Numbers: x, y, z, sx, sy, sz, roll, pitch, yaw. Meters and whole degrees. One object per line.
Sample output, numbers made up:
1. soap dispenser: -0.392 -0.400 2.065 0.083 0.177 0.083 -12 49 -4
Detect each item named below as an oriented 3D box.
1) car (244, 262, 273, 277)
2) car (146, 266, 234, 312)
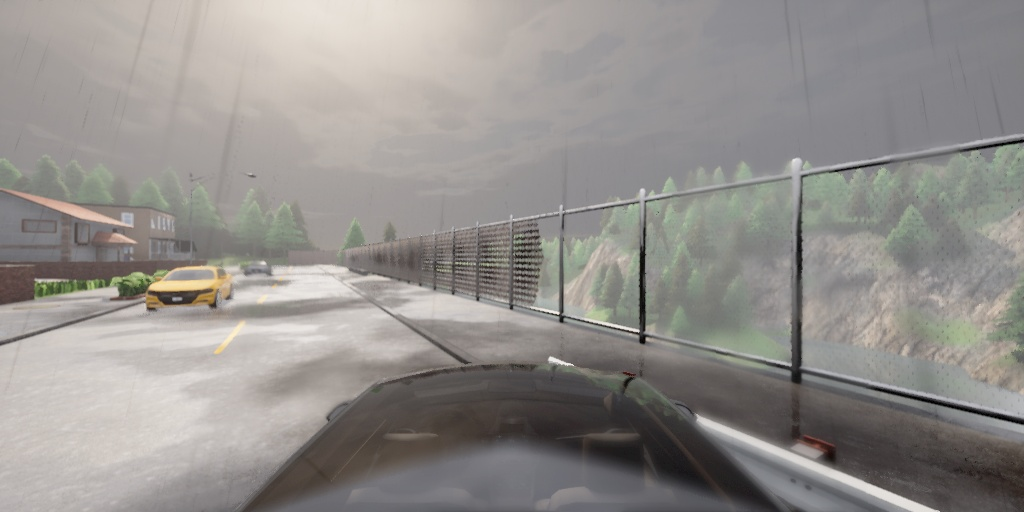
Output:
1. car: -24.378 1.267 34.612 1.994 1.385 4.181 0 0 -30
2. car: -12.383 1.161 14.074 1.882 1.535 5.008 0 0 -30
